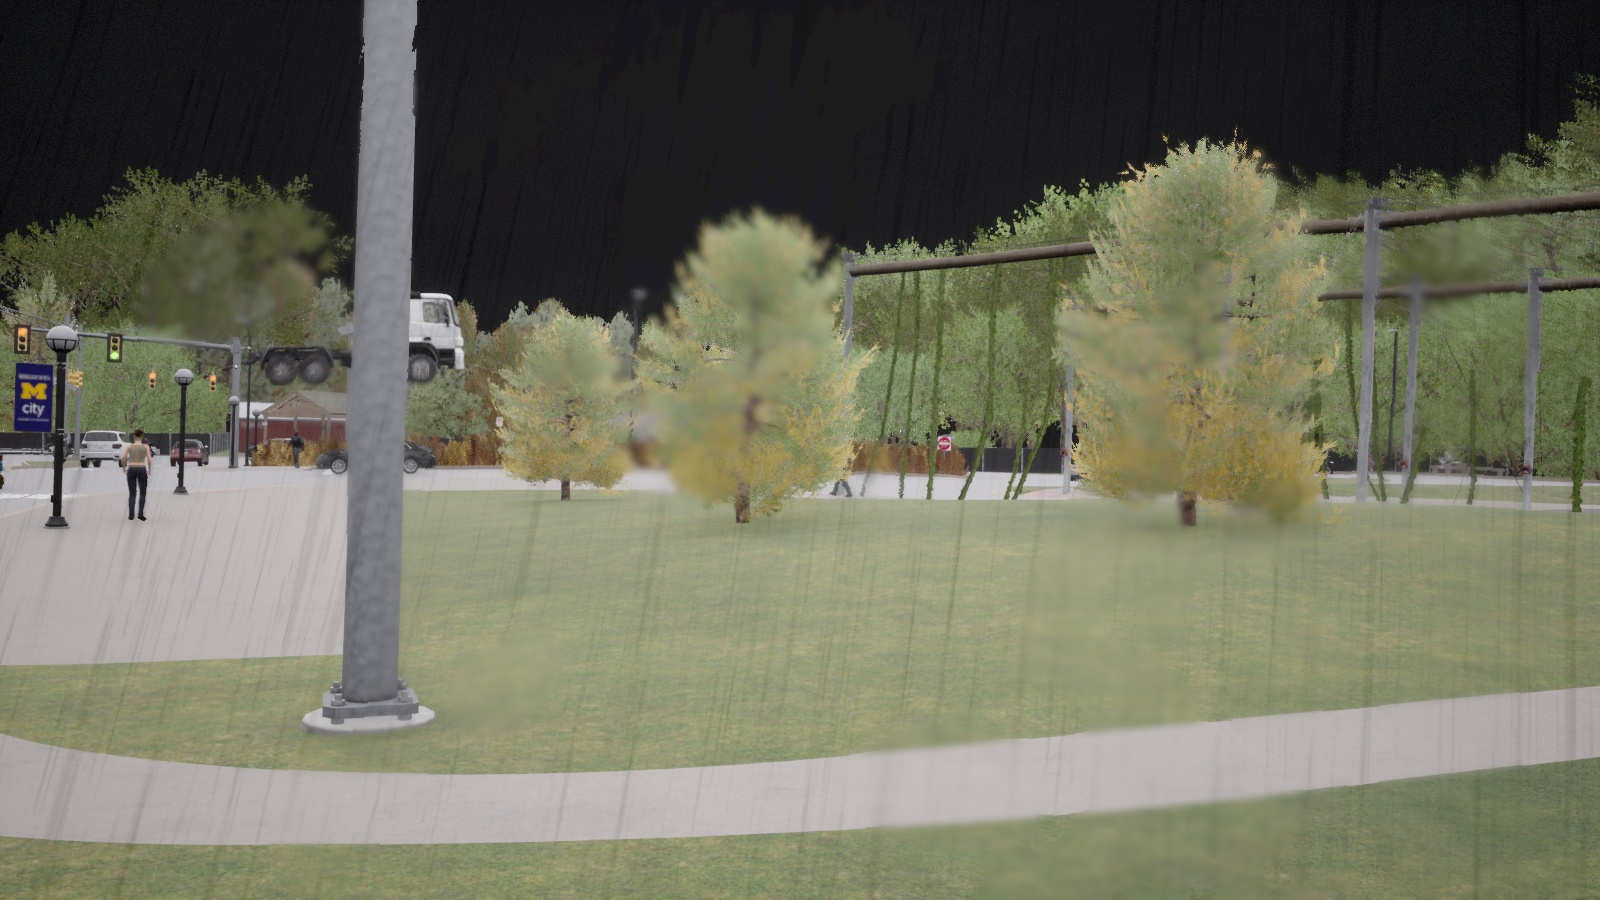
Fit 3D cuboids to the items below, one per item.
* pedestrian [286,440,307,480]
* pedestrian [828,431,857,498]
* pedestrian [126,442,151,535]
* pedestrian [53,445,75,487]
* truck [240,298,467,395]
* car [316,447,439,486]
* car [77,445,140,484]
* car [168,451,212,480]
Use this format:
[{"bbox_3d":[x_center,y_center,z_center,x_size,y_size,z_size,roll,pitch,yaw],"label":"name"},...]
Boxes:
[{"bbox_3d":[-24.124,0.490,60.184,0.563,1.883,0.849,1,0,11],"label":"pedestrian"},{"bbox_3d":[1.196,0.406,35.217,0.720,1.854,0.376,1,1,44],"label":"pedestrian"},{"bbox_3d":[-13.280,0.764,25.209,0.345,1.836,0.594,1,0,-20],"label":"pedestrian"},{"bbox_3d":[-33.317,0.720,56.849,0.694,1.848,0.540,1,0,-14],"label":"pedestrian"},{"bbox_3d":[-17.327,-4.056,48.921,7.936,3.462,2.891,-4,4,-23],"label":"truck"},{"bbox_3d":[-18.054,0.698,53.746,4.892,1.490,1.837,-1,1,-20],"label":"car"},{"bbox_3d":[-38.547,0.800,70.136,2.150,2.045,5.566,-1,0,-19],"label":"car"},{"bbox_3d":[-36.864,0.902,75.985,1.851,1.617,3.988,-1,1,-19],"label":"car"}]
